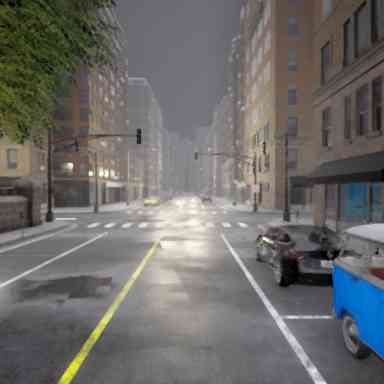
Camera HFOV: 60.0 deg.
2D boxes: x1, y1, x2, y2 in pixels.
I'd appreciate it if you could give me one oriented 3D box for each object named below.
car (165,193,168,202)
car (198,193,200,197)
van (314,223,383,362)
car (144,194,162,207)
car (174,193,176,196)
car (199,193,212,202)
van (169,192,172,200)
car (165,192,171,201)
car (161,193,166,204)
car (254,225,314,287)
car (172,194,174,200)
[{"bbox_3d":[-5.668,1.262,57.920,1.887,1.381,4.507,0,0,0],"label":"car"},{"bbox_3d":[2.857,1.198,74.303,2.008,1.369,4.403,0,0,0],"label":"car"},{"bbox_3d":[2.856,1.325,3.369,1.690,1.788,3.998,0,0,0],"label":"van"},{"bbox_3d":[-5.668,1.293,46.848,1.752,1.417,4.829,0,0,0],"label":"car"},{"bbox_3d":[-5.669,0.941,79.722,2.192,1.841,5.009,0,0,0],"label":"car"},{"bbox_3d":[2.856,1.132,63.406,1.967,1.590,4.097,0,0,0],"label":"car"},{"bbox_3d":[-5.668,1.011,68.820,1.690,1.788,3.998,0,0,0],"label":"van"},{"bbox_3d":[-5.668,1.238,63.370,1.887,1.381,4.507,0,0,0],"label":"car"},{"bbox_3d":[-5.668,1.292,52.468,2.008,1.369,4.403,0,0,0],"label":"car"},{"bbox_3d":[2.857,1.523,9.030,1.947,1.339,4.313,0,0,0],"label":"car"},{"bbox_3d":[-5.668,1.199,74.272,2.008,1.369,4.403,0,0,0],"label":"car"}]
